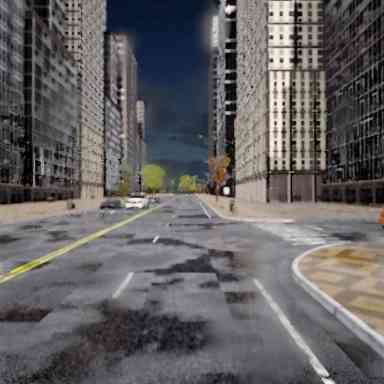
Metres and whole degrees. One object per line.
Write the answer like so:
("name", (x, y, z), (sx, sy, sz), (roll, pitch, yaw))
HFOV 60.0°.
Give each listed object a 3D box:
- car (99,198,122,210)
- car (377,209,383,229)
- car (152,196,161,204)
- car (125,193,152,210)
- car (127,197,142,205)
("car", (-9.931, 1.474, 41.093), (2.033, 1.411, 5.357), (0, 0, 0))
("car", (12.205, 1.137, 17.092), (4.553, 1.767, 2.097), (-1, -1, -1))
("car", (-6.663, 1.387, 59.526), (2.128, 1.511, 4.902), (0, 0, 0))
("car", (-6.680, 1.148, 41.007), (2.150, 2.045, 5.566), (0, 0, 0))
("car", (-9.921, 1.499, 57.773), (1.895, 1.301, 4.718), (0, 0, 0))
